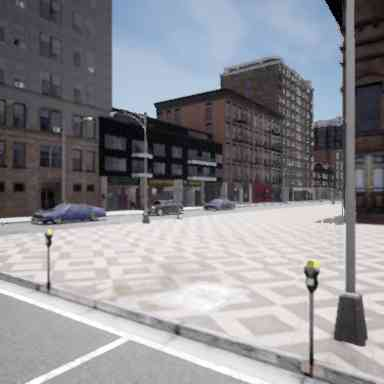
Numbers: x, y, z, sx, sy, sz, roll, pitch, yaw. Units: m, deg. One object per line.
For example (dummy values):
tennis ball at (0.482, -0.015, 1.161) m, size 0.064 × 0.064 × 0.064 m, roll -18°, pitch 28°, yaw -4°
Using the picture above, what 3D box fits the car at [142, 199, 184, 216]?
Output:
car at (-2.794, 1.479, 32.567) m, size 1.837 × 1.490 × 4.892 m, roll 0°, pitch 0°, yaw 37°

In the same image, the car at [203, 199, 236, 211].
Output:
car at (3.507, 1.531, 41.111) m, size 2.033 × 1.411 × 5.357 m, roll 0°, pitch 0°, yaw 36°

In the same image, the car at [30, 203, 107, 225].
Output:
car at (-8.830, 1.515, 24.376) m, size 2.033 × 1.411 × 5.357 m, roll 0°, pitch 0°, yaw 36°
